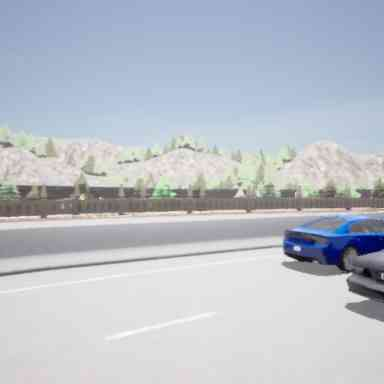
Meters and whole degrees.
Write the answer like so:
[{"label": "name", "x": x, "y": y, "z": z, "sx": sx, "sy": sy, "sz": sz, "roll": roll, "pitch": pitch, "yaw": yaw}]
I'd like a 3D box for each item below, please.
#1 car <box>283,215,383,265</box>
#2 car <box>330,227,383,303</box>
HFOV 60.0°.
[{"label": "car", "x": 5.225, "y": 1.467, "z": 10.658, "sx": 5.008, "sy": 1.535, "sz": 1.882, "roll": 0, "pitch": 0, "yaw": -27}, {"label": "car", "x": 5.666, "y": 1.546, "z": 6.969, "sx": 5.357, "sy": 1.411, "sz": 2.033, "roll": 0, "pitch": 0, "yaw": -27}]
